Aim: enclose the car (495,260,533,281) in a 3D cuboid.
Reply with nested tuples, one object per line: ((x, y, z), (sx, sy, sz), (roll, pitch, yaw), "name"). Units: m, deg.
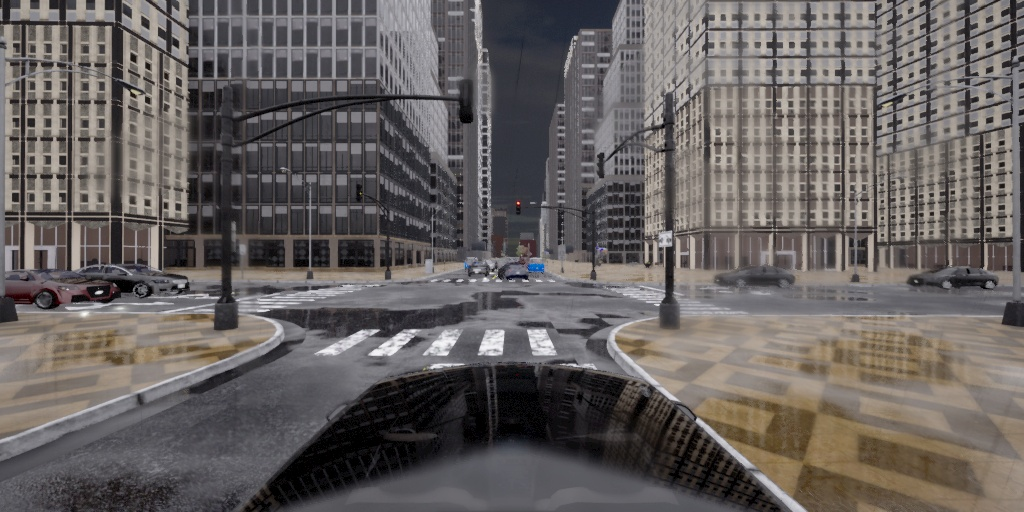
((0.098, 1.313, 30.559), (1.994, 1.385, 4.181), (0, 0, -12), "car")

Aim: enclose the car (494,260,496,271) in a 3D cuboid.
((-3.191, 1.275, 45.797), (1.812, 1.442, 4.674), (0, 0, 0), "car")

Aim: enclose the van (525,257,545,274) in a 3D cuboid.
((2.687, 1.090, 39.789), (1.690, 1.789, 3.998), (0, 0, 0), "van")

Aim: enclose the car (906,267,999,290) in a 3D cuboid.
((29.791, 1.489, 24.305), (4.892, 1.490, 1.837), (0, 0, -1), "car")

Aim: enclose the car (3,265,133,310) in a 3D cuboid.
((-17.424, 1.169, 13.362), (4.181, 1.385, 1.994), (0, 0, -1), "car")

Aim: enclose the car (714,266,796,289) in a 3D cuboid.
((16.192, 1.405, 24.013), (4.892, 1.490, 1.837), (0, 0, -1), "car")

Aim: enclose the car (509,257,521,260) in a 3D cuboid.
((0.071, 1.296, 60.618), (2.033, 1.411, 5.357), (0, 0, 1), "car")

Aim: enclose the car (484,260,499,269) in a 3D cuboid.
((-3.145, 1.297, 56.429), (2.033, 1.411, 5.357), (0, 0, 0), "car")

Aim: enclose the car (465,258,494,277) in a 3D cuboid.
((-3.231, 1.241, 35.622), (2.128, 1.511, 4.902), (0, 0, 0), "car")

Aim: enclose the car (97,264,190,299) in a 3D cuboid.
((-17.809, 1.109, 16.606), (4.902, 1.511, 2.128), (0, 0, -1), "car")
